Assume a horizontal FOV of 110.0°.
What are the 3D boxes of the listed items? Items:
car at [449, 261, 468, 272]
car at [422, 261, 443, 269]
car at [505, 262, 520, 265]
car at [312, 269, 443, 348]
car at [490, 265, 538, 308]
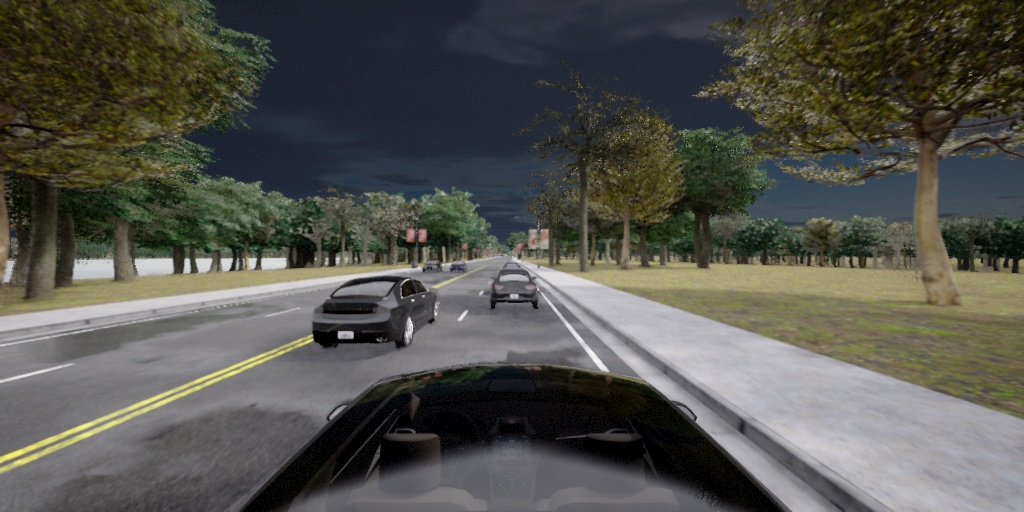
[{"bbox_3d":[-6.700,1.314,45.730,2.033,1.411,5.357,0,0,0],"label":"car"},{"bbox_3d":[-9.953,1.331,45.167,1.994,1.385,4.181,0,0,0],"label":"car"},{"bbox_3d":[-0.019,1.322,35.558,1.994,1.385,4.181,0,0,0],"label":"car"},{"bbox_3d":[-3.160,1.255,9.226,1.837,1.490,4.892,0,0,0],"label":"car"},{"bbox_3d":[0.078,1.276,15.065,1.812,1.442,4.674,0,0,0],"label":"car"}]
